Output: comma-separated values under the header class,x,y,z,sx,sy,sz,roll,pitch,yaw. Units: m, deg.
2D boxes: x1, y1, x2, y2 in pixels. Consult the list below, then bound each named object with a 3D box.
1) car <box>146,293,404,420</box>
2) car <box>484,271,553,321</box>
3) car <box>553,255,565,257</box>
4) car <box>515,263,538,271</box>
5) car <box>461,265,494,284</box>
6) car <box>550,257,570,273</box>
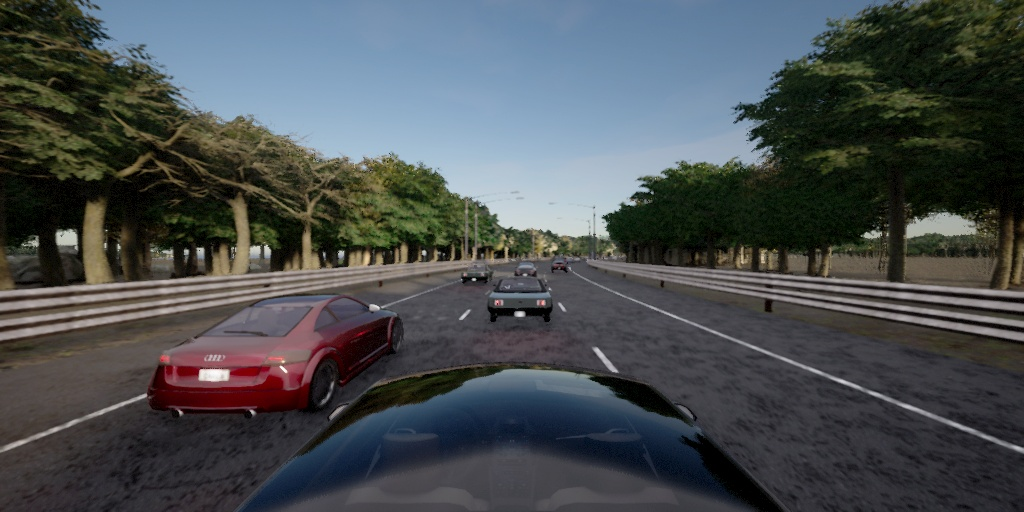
class,x,y,z,sx,sy,sz,roll,pitch,yaw
car,-3.328,1.313,6.044,1.994,1.385,4.181,0,0,1
car,0.289,1.357,12.386,1.895,1.301,4.718,0,0,2
car,7.329,0.929,56.423,2.150,2.045,5.566,0,0,8
car,1.178,1.290,30.066,1.812,1.442,4.674,0,0,4
car,-2.513,1.360,27.341,1.895,1.301,4.718,0,0,4
car,5.857,1.219,44.733,1.837,1.490,4.892,0,0,7
